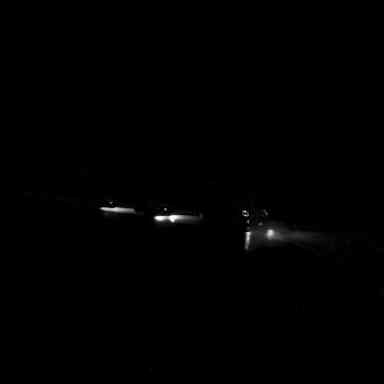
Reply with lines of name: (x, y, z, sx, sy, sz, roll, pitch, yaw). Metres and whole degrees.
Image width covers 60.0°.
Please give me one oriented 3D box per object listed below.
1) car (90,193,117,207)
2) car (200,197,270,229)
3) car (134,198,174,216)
car: (-10.099, 0.879, 37.749, 2.128, 1.511, 4.902, 0, 1, -35)
car: (2.475, 1.138, 20.033, 2.097, 1.767, 4.553, 0, 1, -35)
car: (-3.257, 1.169, 28.103, 1.994, 1.385, 4.181, 0, 1, -35)
